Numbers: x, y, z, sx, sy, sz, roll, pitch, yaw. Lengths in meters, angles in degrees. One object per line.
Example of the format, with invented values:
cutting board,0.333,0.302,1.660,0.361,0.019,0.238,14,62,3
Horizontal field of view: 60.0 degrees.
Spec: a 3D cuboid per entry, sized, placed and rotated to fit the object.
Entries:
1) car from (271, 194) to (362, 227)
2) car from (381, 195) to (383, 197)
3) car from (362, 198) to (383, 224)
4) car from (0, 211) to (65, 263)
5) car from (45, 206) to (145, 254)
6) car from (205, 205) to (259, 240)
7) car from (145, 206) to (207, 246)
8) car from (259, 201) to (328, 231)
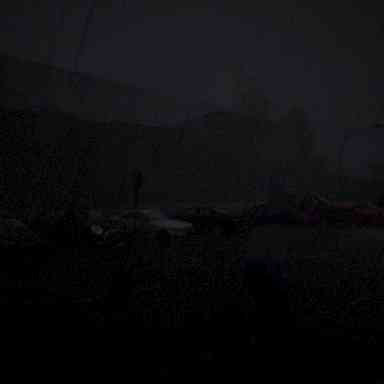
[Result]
car,7.834,1.173,22.110,5.566,2.045,2.435,-1,-1,34
car,17.553,1.146,29.097,5.566,2.045,2.435,-1,0,35
car,10.409,1.407,23.757,5.366,1.575,1.946,-1,-1,35
car,-6.852,1.532,11.669,4.674,1.452,2.002,-1,-1,35
car,-4.436,1.358,13.428,4.553,1.767,2.185,-1,-1,35
car,0.482,1.464,16.885,5.008,1.535,2.097,-1,0,35
car,-1.967,1.515,15.152,4.674,1.452,2.002,-1,-1,35
car,5.392,1.465,20.363,4.792,1.488,2.163,-1,-1,34
